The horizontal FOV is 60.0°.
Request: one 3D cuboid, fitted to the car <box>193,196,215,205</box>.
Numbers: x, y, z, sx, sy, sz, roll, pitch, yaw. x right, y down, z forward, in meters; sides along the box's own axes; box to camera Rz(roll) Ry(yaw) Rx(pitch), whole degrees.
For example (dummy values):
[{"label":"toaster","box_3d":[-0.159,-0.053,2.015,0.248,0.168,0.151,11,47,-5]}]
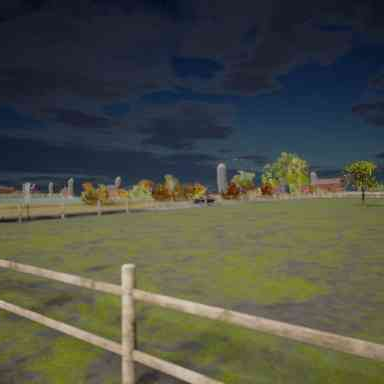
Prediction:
[{"label":"car","box_3d":[2.084,1.386,56.003,1.837,1.490,4.892,-2,-1,35]}]
